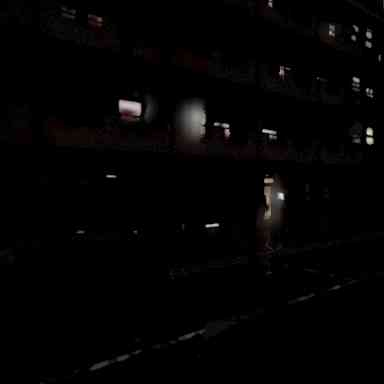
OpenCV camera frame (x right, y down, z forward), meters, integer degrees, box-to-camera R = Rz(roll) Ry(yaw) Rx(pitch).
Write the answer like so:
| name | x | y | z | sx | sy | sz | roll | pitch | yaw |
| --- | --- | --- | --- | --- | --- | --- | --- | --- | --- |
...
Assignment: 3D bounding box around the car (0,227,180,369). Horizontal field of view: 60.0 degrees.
| name | x | y | z | sx | sy | sz | roll | pitch | yaw |
| --- | --- | --- | --- | --- | --- | --- | --- | --- | --- |
| car | -2.280 | 1.423 | 4.925 | 4.097 | 1.590 | 1.967 | -1 | 1 | -35 |
